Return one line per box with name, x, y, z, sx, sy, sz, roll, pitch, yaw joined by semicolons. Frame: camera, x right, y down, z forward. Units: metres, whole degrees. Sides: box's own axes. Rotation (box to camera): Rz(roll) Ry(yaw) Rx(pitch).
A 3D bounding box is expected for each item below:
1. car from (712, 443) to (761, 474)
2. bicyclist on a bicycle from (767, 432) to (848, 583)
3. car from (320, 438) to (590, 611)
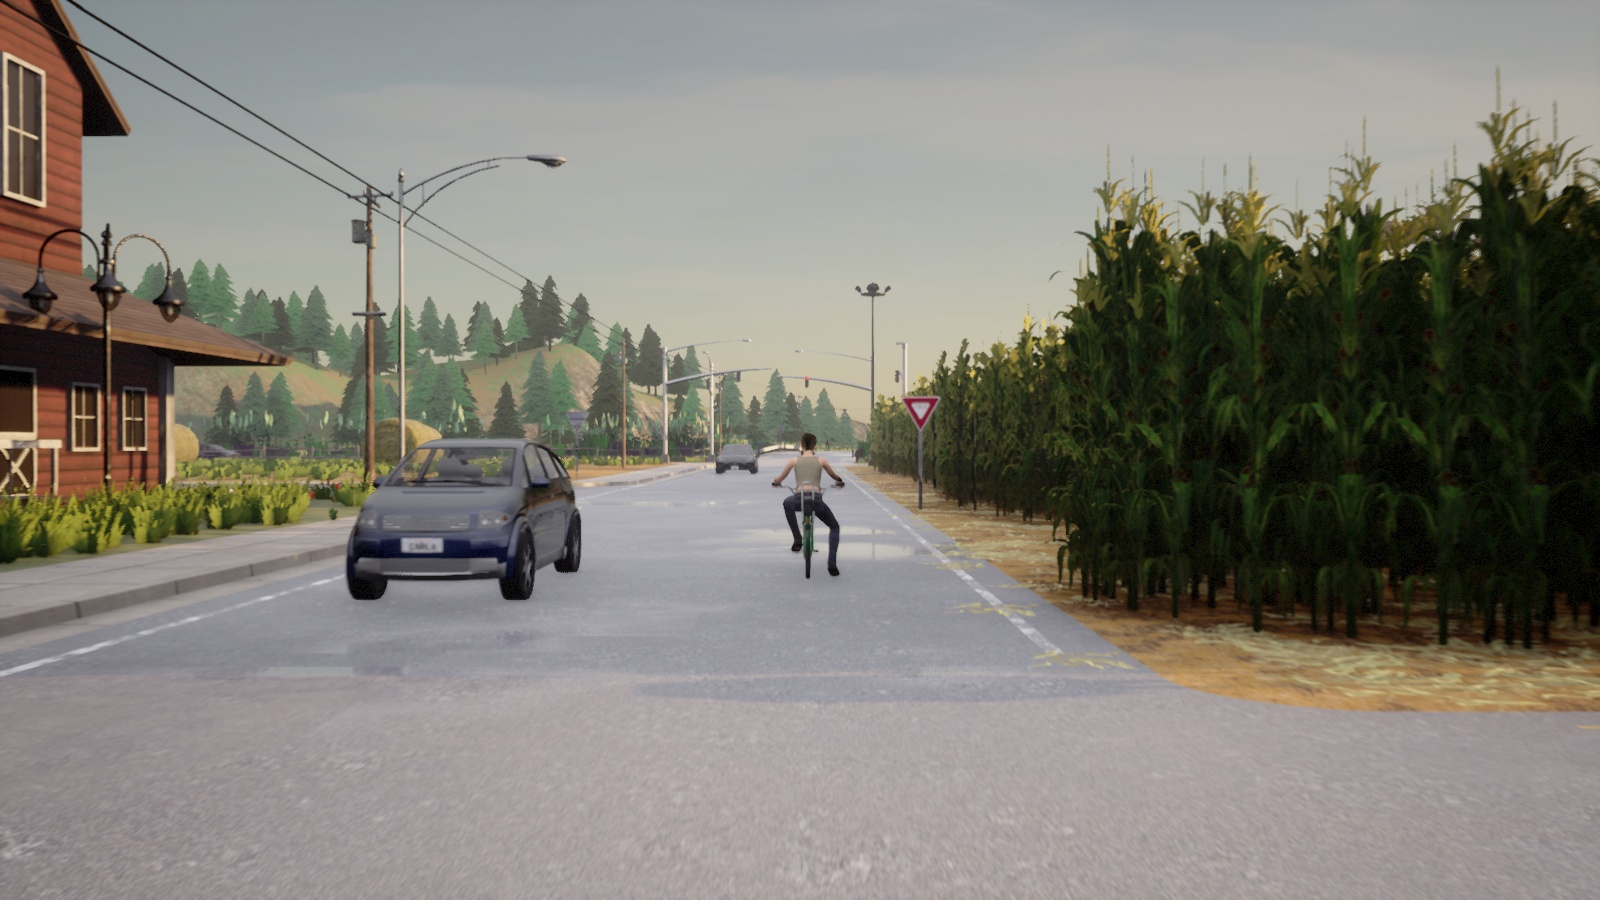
car;-3.127;0.409;62.628;2.163;1.488;4.792;0;0;0
bicyclist on a bicycle;0.093;0.607;14.173;0.866;1.612;1.509;0;0;1
car;-3.410;0.649;13.131;1.789;1.549;3.705;0;1;0
